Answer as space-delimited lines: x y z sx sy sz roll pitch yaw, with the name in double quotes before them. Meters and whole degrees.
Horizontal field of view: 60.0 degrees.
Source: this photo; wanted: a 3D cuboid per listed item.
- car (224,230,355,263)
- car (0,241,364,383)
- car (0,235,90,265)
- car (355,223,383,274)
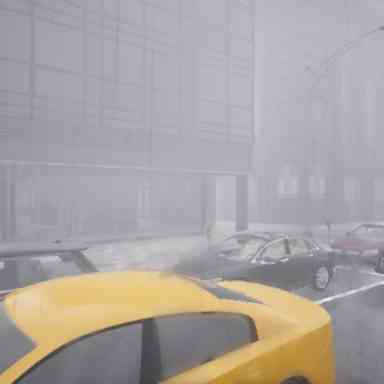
"car" 1.519 1.607 7.599 4.403 1.369 2.008 1 -1 -35
"car" -0.925 1.486 2.590 5.008 1.535 1.882 1 0 -35
"car" -3.089 1.444 4.334 4.097 1.590 1.967 1 -1 -35
"car" 6.127 1.691 10.865 4.206 1.307 1.802 1 -1 -35
